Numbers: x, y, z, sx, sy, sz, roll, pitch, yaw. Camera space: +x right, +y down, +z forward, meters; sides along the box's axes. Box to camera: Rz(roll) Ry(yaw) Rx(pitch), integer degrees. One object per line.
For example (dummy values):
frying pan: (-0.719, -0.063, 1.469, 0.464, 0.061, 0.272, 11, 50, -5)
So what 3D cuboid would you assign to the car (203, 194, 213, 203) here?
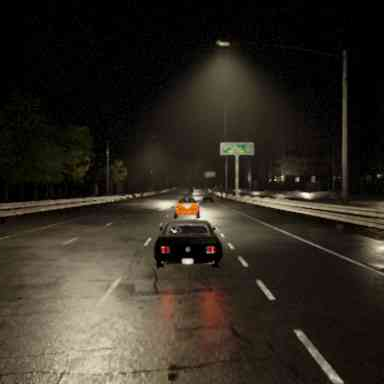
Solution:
car: (2.849, 1.185, 61.274, 1.837, 1.490, 4.892, 0, 1, 0)

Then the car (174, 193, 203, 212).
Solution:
car: (-0.404, 1.232, 28.689, 2.097, 1.767, 4.553, 0, 0, -1)

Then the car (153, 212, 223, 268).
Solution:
car: (-0.139, 1.557, 11.088, 1.895, 1.301, 4.718, 0, 0, -1)

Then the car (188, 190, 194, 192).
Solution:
car: (-0.874, 0.917, 92.649, 1.994, 1.385, 4.181, 0, 1, 0)
